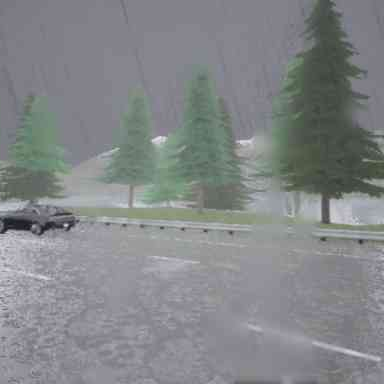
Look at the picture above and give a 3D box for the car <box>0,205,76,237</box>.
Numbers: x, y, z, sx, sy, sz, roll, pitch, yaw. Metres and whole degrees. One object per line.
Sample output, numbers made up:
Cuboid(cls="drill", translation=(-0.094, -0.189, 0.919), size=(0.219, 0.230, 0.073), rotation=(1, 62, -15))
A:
Cuboid(cls="car", translation=(-8.322, 1.424, 17.532), size=(4.902, 1.511, 2.128), rotation=(0, 0, 29))
